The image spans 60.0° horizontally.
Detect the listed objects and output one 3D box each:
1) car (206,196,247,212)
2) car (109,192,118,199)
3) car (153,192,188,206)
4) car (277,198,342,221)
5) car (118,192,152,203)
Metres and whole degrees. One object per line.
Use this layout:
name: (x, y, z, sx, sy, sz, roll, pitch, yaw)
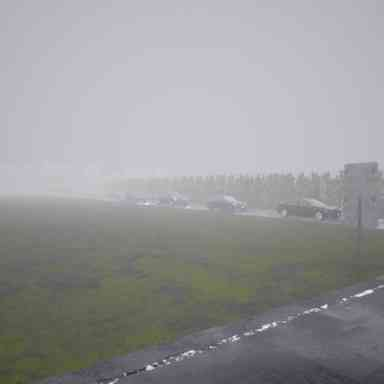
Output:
car: (3.288, 1.101, 32.390, 1.812, 1.442, 4.674, 1, 1, -36)
car: (-13.635, 0.592, 60.749, 1.994, 1.385, 4.181, 1, 1, -36)
car: (-2.404, 0.756, 40.296, 2.097, 1.767, 4.553, 1, 1, -36)
car: (8.655, 1.217, 24.862, 1.882, 1.535, 5.008, 1, 1, -34)
car: (-8.384, 0.773, 48.648, 2.033, 1.411, 5.357, 1, 1, -35)
